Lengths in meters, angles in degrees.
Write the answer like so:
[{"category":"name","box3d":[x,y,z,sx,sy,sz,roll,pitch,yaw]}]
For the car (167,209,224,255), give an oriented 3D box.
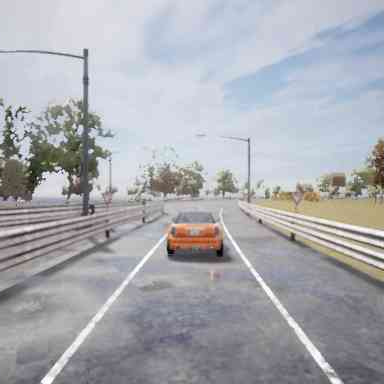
[{"category":"car","box3d":[0.170,1.485,14.000,2.097,1.767,4.553,0,-1,2]}]
